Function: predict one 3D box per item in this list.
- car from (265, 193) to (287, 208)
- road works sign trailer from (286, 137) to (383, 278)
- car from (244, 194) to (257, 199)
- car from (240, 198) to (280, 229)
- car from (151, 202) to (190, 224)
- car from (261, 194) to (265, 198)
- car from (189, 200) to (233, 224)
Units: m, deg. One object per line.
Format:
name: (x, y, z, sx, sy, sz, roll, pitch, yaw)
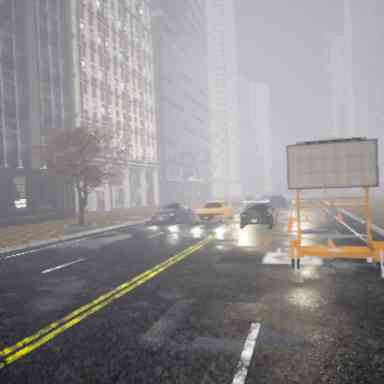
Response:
car: (9.922, 1.023, 38.470, 1.882, 1.535, 5.008, -2, 0, 18)
road works sign trailer: (4.027, 0.295, 9.616, 2.380, 3.560, 2.880, -2, 0, 19)
car: (11.360, 1.033, 64.754, 1.895, 1.301, 4.718, -2, 0, 18)
car: (3.991, 1.330, 19.826, 1.812, 1.442, 4.674, -2, 0, 18)
car: (-1.422, 1.504, 24.881, 1.812, 1.442, 4.674, -2, 0, 18)
car: (14.038, 0.934, 62.476, 1.895, 1.301, 4.718, -2, 0, 18)
car: (1.666, 1.351, 23.875, 1.882, 1.535, 5.008, -2, 0, 18)
